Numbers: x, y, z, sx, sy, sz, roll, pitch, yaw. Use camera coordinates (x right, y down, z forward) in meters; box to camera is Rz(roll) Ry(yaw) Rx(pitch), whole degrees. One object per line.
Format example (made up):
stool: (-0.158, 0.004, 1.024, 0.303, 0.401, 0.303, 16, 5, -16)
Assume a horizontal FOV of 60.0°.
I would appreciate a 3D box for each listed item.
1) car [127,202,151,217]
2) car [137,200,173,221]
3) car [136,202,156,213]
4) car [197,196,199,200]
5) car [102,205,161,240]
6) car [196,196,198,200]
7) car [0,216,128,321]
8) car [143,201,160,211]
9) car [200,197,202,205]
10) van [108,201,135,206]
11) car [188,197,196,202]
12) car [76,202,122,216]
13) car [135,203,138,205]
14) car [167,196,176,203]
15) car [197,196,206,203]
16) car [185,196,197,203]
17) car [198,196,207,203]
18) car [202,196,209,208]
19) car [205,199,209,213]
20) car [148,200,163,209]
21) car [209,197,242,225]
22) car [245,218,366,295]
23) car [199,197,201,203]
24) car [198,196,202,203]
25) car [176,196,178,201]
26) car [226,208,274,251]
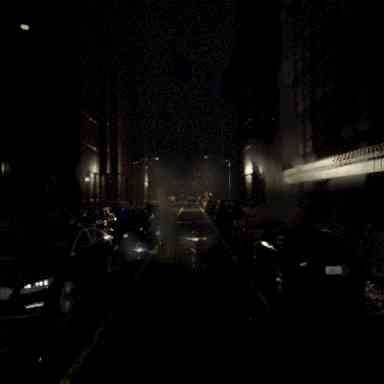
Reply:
car: (-5.796, 1.880, 36.749, 2.008, 1.369, 4.403, 0, 0, 0)
car: (-3.117, 1.735, 29.242, 2.128, 1.511, 4.902, -1, -1, 0)
car: (-5.800, 1.938, 42.393, 1.947, 1.339, 4.313, 0, 0, 0)
car: (2.701, 2.057, 70.614, 1.947, 1.339, 4.313, 0, 0, 0)
car: (-3.111, 1.699, 18.287, 2.033, 1.411, 5.357, -1, 0, 0)
car: (2.691, 2.146, 81.900, 1.947, 1.339, 4.313, 0, 0, 0)
car: (-3.147, 1.550, 7.646, 2.128, 1.511, 4.902, -1, -1, 1)
car: (-5.805, 1.980, 48.038, 1.947, 1.339, 4.313, 0, 0, 0)
car: (2.715, 1.895, 53.854, 1.752, 1.417, 4.829, 0, 0, 0)
van: (-5.788, 1.579, 25.462, 1.690, 1.788, 3.998, 0, 0, 0)
car: (-0.088, 2.101, 95.193, 2.128, 1.511, 4.902, -1, -1, 0)
car: (-5.783, 1.631, 19.817, 1.967, 1.590, 4.097, 0, 0, 0)
car: (-5.791, 1.866, 31.104, 1.802, 1.307, 4.206, 0, 0, 0)
car: (-5.838, 2.279, 87.544, 1.947, 1.339, 4.313, 0, 0, 0)
car: (2.680, 1.991, 93.188, 2.192, 1.841, 5.009, 0, -1, 0)
car: (-0.078, 2.126, 85.032, 1.837, 1.490, 4.892, -1, 0, 0)
car: (2.685, 1.942, 87.545, 2.192, 1.841, 5.009, 0, 0, 0)
car: (2.723, 1.602, 42.398, 2.192, 1.841, 5.009, 0, 0, 0)
car: (2.729, 1.788, 36.752, 1.887, 1.381, 4.507, 0, 0, 0)
car: (-5.809, 1.999, 53.683, 1.887, 1.381, 4.507, 0, 0, 0)
car: (2.737, 1.468, 25.466, 2.192, 1.841, 5.009, 0, 0, 0)
car: (2.751, 1.573, 8.533, 1.947, 1.339, 4.313, 0, 0, 0)
car: (2.711, 1.953, 59.328, 1.887, 1.381, 4.507, 0, 0, 0)
car: (2.705, 1.975, 65.141, 1.752, 1.417, 4.829, 0, 0, 0)
car: (-5.844, 2.076, 93.190, 2.192, 1.841, 5.009, 0, 0, 0)
car: (2.747, 1.601, 14.177, 1.887, 1.381, 4.507, 0, 0, 0)
